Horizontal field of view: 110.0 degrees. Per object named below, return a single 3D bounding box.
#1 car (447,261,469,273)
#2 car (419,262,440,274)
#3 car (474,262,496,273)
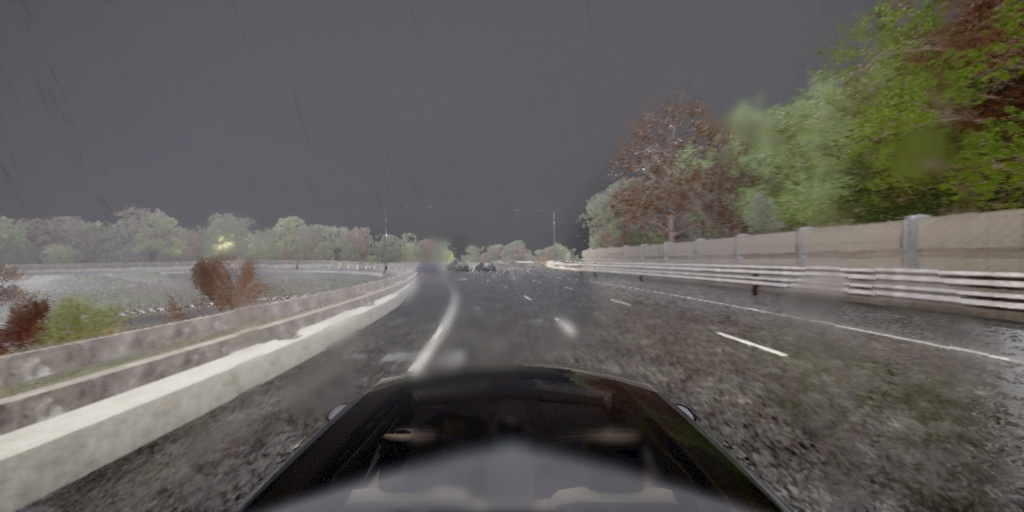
[{"bbox_3d":[-7.679,1.504,50.964,2.097,1.767,4.553,-1,0,-26],"label":"car"},{"bbox_3d":[-11.852,1.597,51.464,2.097,1.767,4.553,-1,0,-27],"label":"car"},{"bbox_3d":[-3.795,1.594,51.006,1.812,1.442,4.674,-1,0,-25],"label":"car"}]
